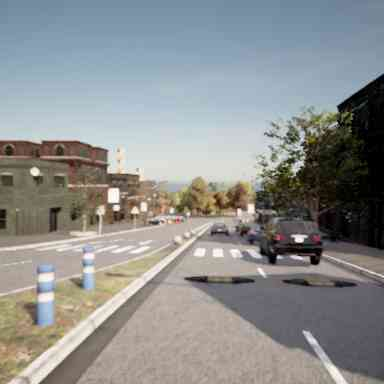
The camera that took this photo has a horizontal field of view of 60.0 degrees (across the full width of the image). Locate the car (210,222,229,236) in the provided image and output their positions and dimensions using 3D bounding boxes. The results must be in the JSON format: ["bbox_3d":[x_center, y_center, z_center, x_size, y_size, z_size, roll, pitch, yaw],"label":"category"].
[{"bbox_3d":[3.107,4.142,37.300,1.994,1.385,4.181,1,-4,5],"label":"car"}]

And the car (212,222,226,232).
[{"bbox_3d":[3.933,4.969,47.628,1.895,1.301,4.718,1,-4,5],"label":"car"}]

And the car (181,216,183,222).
[{"bbox_3d":[-6.239,7.860,94.858,5.566,2.045,2.435,2,-4,-15],"label":"car"}]

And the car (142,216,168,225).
[{"bbox_3d":[-8.184,6.289,70.620,4.892,1.521,2.231,2,-4,-15],"label":"car"}]

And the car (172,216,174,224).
[{"bbox_3d":[-7.642,6.961,79.661,5.366,1.575,1.946,2,-4,-15],"label":"car"}]

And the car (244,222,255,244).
[{"bbox_3d":[5.442,3.355,26.637,1.812,1.442,4.674,1,-4,5],"label":"car"}]

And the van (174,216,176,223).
[{"bbox_3d":[-7.099,6.976,82.795,4.442,1.987,1.878,2,-5,-15],"label":"van"}]

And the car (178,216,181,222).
[{"bbox_3d":[-6.459,7.885,91.825,4.892,1.521,2.231,2,-4,-15],"label":"car"}]

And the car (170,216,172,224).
[{"bbox_3d":[-7.741,6.770,76.671,4.792,1.488,2.163,2,-4,-15],"label":"car"}]

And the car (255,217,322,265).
[{"bbox_3d":[4.591,2.248,16.175,2.150,2.045,5.566,1,-4,5],"label":"car"}]

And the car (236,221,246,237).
[{"bbox_3d":[6.259,4.068,36.587,1.882,1.535,5.008,1,-4,5],"label":"car"}]

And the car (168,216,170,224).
[{"bbox_3d":[-7.986,6.389,73.658,4.553,1.767,2.185,2,-5,-15],"label":"car"}]
